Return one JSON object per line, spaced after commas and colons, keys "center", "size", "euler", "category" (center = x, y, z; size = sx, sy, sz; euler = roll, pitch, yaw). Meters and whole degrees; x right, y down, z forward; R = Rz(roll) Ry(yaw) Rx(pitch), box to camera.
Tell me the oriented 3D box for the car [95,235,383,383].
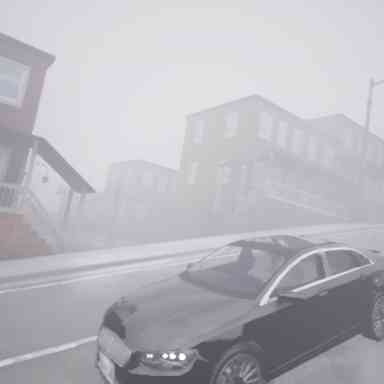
{"center": [1.129, 1.452, 4.796], "size": [4.902, 1.511, 2.128], "euler": [-1, 1, -35], "category": "car"}
